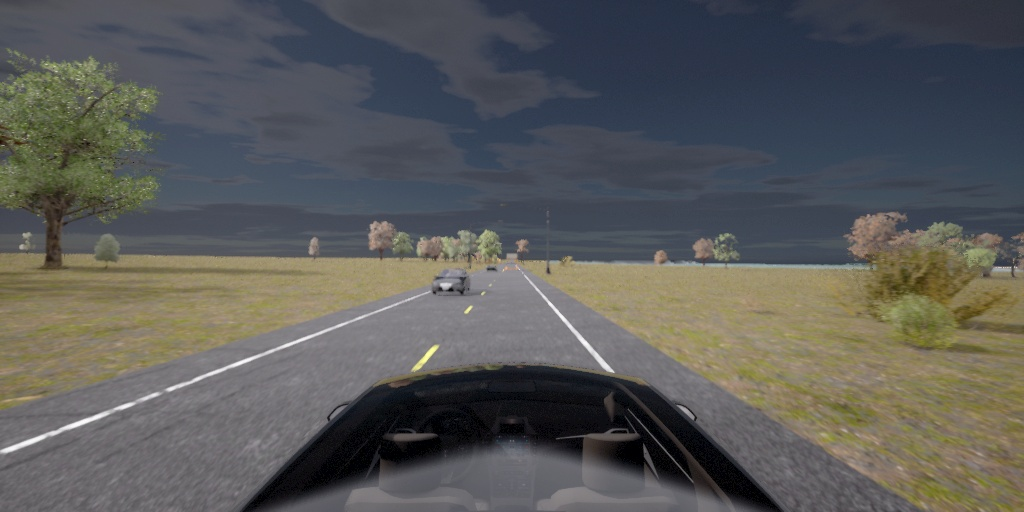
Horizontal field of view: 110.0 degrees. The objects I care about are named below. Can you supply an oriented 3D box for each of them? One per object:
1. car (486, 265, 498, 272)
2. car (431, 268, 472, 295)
[{"bbox_3d":[-3.530,2.173,62.981,1.895,1.301,4.718,0,-1,1],"label":"car"},{"bbox_3d":[-3.600,1.512,21.955,2.128,1.511,4.902,0,-1,0],"label":"car"}]
